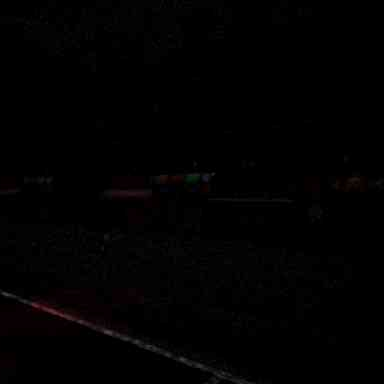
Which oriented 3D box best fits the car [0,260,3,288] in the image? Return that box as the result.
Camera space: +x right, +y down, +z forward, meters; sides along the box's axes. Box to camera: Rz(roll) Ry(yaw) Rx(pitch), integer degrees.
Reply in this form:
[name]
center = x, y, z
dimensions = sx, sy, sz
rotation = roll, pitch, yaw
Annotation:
[car]
center = -5.794, 1.462, 7.043
dimensions = 4.674, 1.442, 1.812
rotation = 1, 0, 35
